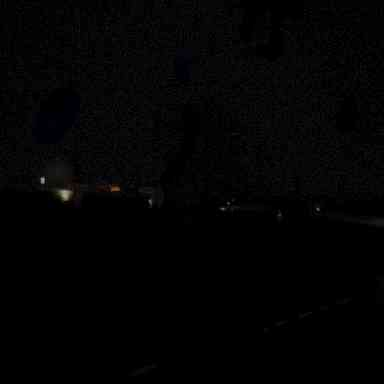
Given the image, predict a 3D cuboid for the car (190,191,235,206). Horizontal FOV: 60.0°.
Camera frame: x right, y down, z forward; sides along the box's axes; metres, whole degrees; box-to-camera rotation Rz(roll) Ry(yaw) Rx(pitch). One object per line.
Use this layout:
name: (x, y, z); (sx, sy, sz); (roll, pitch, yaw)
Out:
car: (1.940, 0.592, 33.721); (2.033, 1.411, 5.357); (0, 2, -35)

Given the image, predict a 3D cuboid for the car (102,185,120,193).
car: (-15.413, -0.662, 63.177); (1.882, 1.535, 5.008); (0, 2, -36)

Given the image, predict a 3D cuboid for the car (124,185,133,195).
car: (-9.499, -0.450, 54.879); (2.097, 1.767, 4.553); (0, 2, -36)

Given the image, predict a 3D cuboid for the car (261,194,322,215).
car: (7.614, 0.899, 25.746); (2.128, 1.511, 4.902); (0, 2, -35)

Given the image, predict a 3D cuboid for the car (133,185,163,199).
car: (-5.756, 0.092, 44.557); (1.812, 1.442, 4.674); (0, 2, -35)

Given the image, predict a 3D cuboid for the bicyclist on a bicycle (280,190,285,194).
bicyclist on a bicycle: (9.199, 0.665, 33.841); (1.656, 1.620, 0.582); (0, 2, -35)
